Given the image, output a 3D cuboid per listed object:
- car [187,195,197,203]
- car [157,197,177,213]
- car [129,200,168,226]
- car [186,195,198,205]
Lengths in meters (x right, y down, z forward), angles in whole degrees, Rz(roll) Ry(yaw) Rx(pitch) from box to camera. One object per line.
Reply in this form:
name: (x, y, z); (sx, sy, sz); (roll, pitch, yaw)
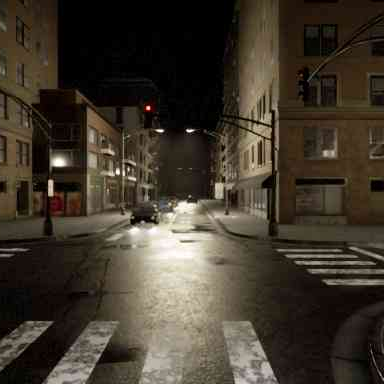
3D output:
car: (0.017, 1.445, 69.629); (2.128, 1.511, 4.902); (0, 0, 0)
car: (-3.137, 1.333, 37.061); (2.097, 1.767, 4.553); (0, 0, 0)
car: (-3.127, 1.538, 23.786); (2.033, 1.411, 5.357); (0, 0, 0)
car: (0.031, 1.453, 59.266); (2.128, 1.511, 4.902); (0, 0, 0)
